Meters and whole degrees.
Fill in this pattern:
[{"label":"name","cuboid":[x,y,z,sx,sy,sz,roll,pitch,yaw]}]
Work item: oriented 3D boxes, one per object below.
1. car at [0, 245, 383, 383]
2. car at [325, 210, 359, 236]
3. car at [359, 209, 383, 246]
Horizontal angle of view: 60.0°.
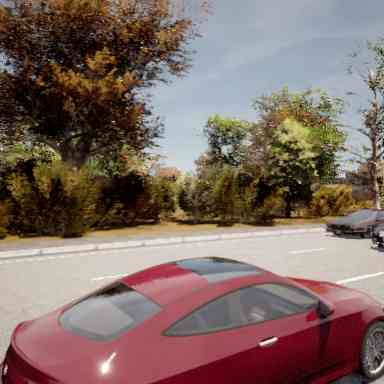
[{"label":"car","cuboid":[0.429,1.518,3.855,4.674,1.442,1.812,0,0,-34]},{"label":"car","cuboid":[9.570,1.608,17.576,5.357,1.411,2.033,0,0,-27]},{"label":"car","cuboid":[9.452,1.525,13.518,4.902,1.511,2.128,0,0,-27]}]
